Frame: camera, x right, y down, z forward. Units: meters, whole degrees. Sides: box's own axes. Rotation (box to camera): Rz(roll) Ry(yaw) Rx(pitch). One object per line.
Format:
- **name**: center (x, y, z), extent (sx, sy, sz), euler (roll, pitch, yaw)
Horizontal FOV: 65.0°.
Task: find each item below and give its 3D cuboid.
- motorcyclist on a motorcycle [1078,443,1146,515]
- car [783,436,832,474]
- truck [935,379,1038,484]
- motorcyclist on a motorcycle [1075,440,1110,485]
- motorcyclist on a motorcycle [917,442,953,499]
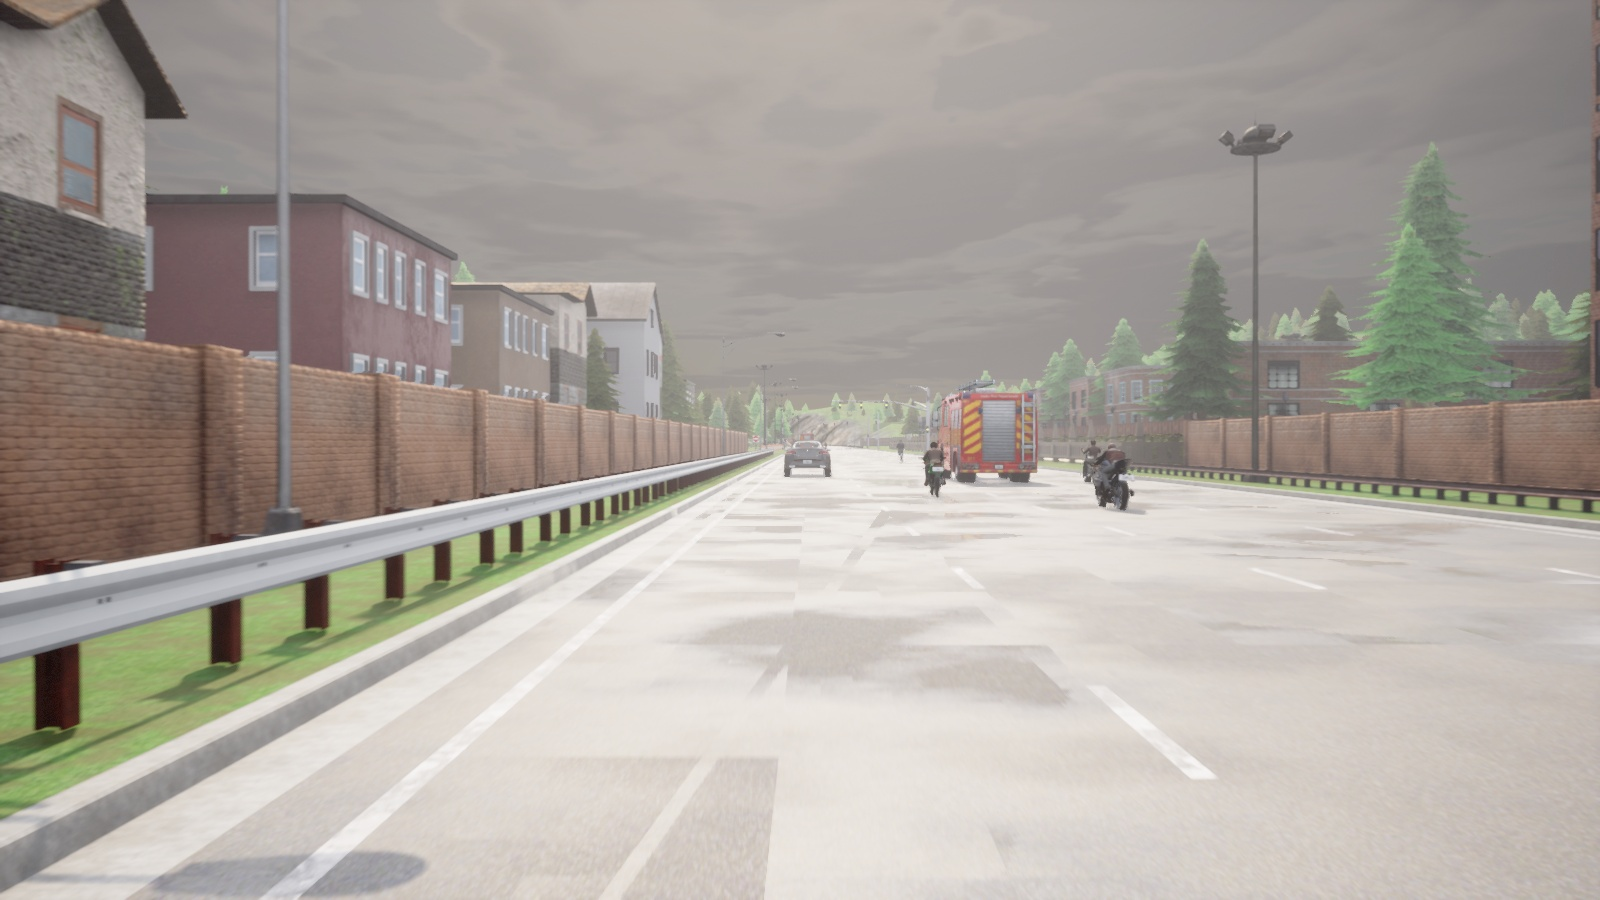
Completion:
- **motorcyclist on a motorcycle**: center (7.043, 0.627, 28.438), extent (0.866, 1.530, 2.191), euler (2, 0, -2)
- **car**: center (0.345, 0.199, 57.909), extent (2.152, 1.651, 5.027), euler (0, 0, 0)
- **truck**: center (7.303, -0.695, 50.301), extent (2.891, 3.827, 8.468), euler (0, 0, 0)
- **motorcyclist on a motorcycle**: center (10.780, 0.444, 46.392), extent (0.766, 1.649, 2.350), euler (0, 0, 0)
- **motorcyclist on a motorcycle**: center (3.713, 0.536, 34.744), extent (0.797, 1.523, 2.044), euler (0, 0, 0)
